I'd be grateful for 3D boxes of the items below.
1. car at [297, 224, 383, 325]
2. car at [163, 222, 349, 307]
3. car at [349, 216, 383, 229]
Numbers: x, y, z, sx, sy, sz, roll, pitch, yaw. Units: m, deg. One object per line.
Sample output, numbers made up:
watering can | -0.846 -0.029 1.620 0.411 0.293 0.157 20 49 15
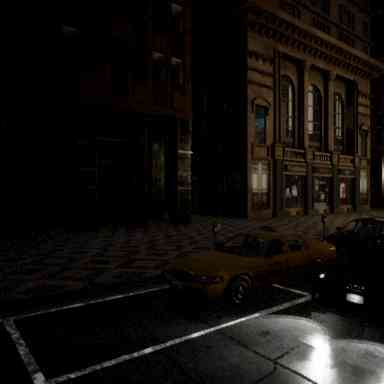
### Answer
car | 4.262 1.566 6.661 4.181 1.385 1.994 0 0 -37
car | 1.627 1.527 8.003 4.829 1.417 1.752 0 0 -37
car | 6.245 1.555 11.502 4.403 1.369 2.008 0 0 -37
